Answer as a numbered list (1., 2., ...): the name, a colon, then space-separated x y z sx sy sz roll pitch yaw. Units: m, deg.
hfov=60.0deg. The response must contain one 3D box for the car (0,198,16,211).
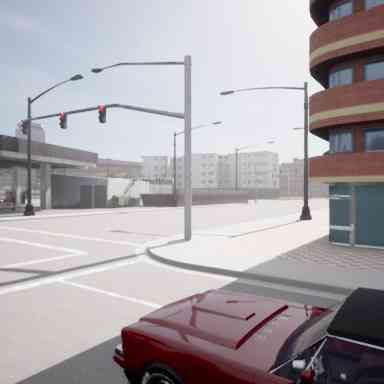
1. car: -22.368 1.453 38.855 3.806 1.475 1.970 0 0 36

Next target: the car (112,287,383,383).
1. car: 1.498 1.601 2.905 4.718 1.301 1.895 0 0 36
